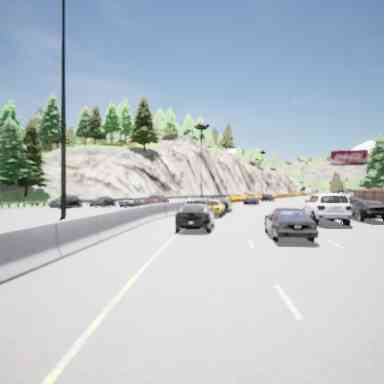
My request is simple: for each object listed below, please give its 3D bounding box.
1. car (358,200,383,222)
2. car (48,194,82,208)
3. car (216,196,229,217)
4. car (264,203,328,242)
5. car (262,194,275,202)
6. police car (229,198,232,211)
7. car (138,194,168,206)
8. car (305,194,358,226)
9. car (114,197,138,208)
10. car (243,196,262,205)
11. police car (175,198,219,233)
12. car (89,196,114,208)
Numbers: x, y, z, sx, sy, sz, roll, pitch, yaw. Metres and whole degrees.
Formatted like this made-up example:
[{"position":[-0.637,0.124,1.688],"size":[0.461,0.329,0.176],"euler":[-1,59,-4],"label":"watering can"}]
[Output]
[{"position":[13.025,1.393,24.809],"size":[1.837,1.490,4.892],"euler":[0,0,10],"label":"car"},{"position":[-15.744,1.102,41.484],"size":[2.097,1.767,4.553],"euler":[0,0,14],"label":"car"},{"position":[1.864,1.302,28.950],"size":[1.801,1.575,5.366],"euler":[0,0,11],"label":"car"},{"position":[4.624,1.468,16.092],"size":[2.033,1.411,5.357],"euler":[0,0,7],"label":"car"},{"position":[14.887,1.166,65.256],"size":[1.837,1.490,4.892],"euler":[0,0,25],"label":"car"},{"position":[3.080,1.244,34.582],"size":[1.930,1.638,5.238],"euler":[0,0,13],"label":"police car"},{"position":[-4.650,1.115,42.408],"size":[2.097,1.767,4.553],"euler":[0,0,15],"label":"car"},{"position":[9.087,1.114,22.691],"size":[2.150,2.045,5.566],"euler":[0,0,9],"label":"car"},{"position":[-7.934,1.351,43.799],"size":[1.895,1.301,4.718],"euler":[0,0,16],"label":"car"},{"position":[9.241,1.301,51.789],"size":[1.994,1.385,4.181],"euler":[0,0,20],"label":"car"},{"position":[0.274,1.322,19.263],"size":[1.930,1.638,5.238],"euler":[0,0,7],"label":"police car"},{"position":[-11.603,1.272,43.549],"size":[1.812,1.442,4.674],"euler":[0,0,15],"label":"car"}]
